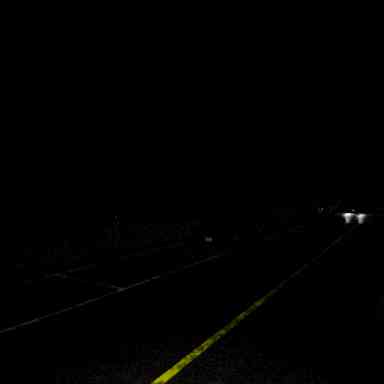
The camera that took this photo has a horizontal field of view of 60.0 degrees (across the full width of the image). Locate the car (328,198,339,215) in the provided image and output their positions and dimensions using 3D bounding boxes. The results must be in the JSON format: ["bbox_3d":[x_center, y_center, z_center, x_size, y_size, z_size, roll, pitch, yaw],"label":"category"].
[{"bbox_3d":[13.490,1.563,34.156,1.947,1.339,4.313,0,0,32],"label":"car"}]

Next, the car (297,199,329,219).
[{"bbox_3d":[10.575,1.579,29.464,1.802,1.307,4.206,0,0,32],"label":"car"}]

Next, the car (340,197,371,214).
[{"bbox_3d":[18.061,1.544,36.548,2.033,1.411,5.357,0,0,32],"label":"car"}]

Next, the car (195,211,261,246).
[{"bbox_3d":[1.827,1.564,15.384,1.947,1.339,4.313,0,0,32],"label":"car"}]
